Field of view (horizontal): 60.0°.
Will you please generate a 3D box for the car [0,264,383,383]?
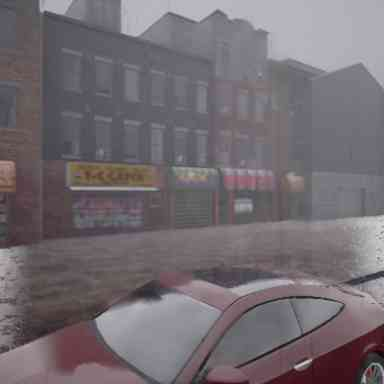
[{"bbox_3d":[0.152,1.524,3.165,4.674,1.442,1.812,0,0,-35],"label":"car"}]
